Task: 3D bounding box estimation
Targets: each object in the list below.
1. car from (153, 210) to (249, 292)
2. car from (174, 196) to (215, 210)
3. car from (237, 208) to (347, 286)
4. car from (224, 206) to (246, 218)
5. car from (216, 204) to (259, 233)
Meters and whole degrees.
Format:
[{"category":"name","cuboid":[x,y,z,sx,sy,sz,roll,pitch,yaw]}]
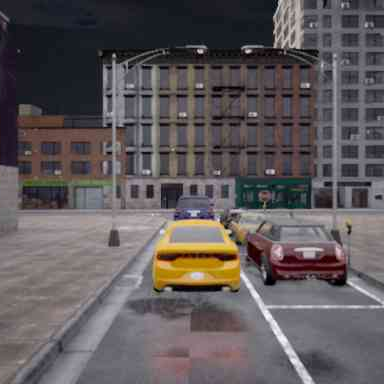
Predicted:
[{"category":"car","cuboid":[0.101,1.471,8.928,1.882,1.535,5.008,0,0,0]},{"category":"car","cuboid":[0.140,1.209,19.247,2.150,2.045,5.566,0,0,1]},{"category":"car","cuboid":[2.637,1.433,9.421,1.967,1.590,4.097,0,0,0]},{"category":"car","cuboid":[2.639,1.514,15.066,1.752,1.417,4.829,0,0,0]},{"category":"car","cuboid":[2.641,1.536,20.372,2.008,1.369,4.403,0,0,0]}]
